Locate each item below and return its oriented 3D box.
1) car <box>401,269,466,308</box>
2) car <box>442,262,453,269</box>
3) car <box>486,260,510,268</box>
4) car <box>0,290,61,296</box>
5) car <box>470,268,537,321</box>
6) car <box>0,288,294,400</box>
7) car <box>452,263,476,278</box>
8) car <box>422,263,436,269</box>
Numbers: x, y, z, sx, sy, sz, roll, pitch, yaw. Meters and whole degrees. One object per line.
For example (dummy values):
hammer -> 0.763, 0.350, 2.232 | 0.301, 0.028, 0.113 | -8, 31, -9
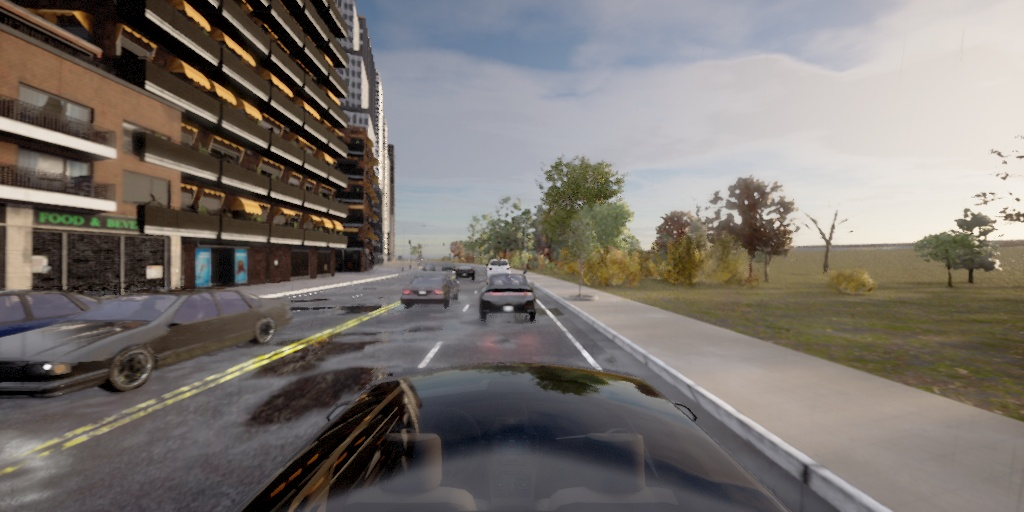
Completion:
car -> -3.507, 1.475, 16.195 | 2.033, 1.411, 5.357 | 0, -1, -2
car -> -10.577, 1.796, 60.130 | 2.097, 1.767, 4.553 | 0, -1, -7
car -> -1.332, 1.372, 35.133 | 2.150, 2.045, 5.566 | 0, -1, -4
car -> -9.883, 1.365, 6.627 | 2.033, 1.411, 5.357 | 0, -1, -1
car -> -0.171, 1.381, 13.125 | 2.128, 1.511, 4.902 | 0, -1, -2
car -> -6.642, 1.368, 7.076 | 2.033, 1.411, 5.357 | 0, -1, -1
car -> -4.745, 1.653, 36.980 | 1.882, 1.535, 5.008 | 0, 0, -4
car -> -13.835, 1.938, 60.010 | 2.128, 1.511, 4.902 | 0, -1, -7
